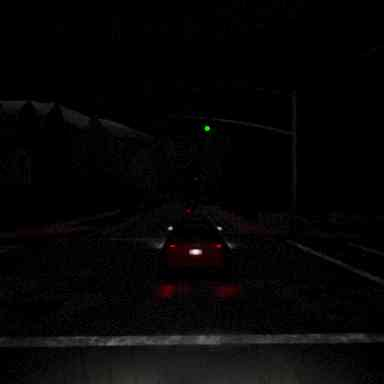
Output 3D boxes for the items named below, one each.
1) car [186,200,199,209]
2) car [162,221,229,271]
[{"bbox_3d":[0.117,2.015,54.140,1.812,1.442,4.674,0,-1,0],"label":"car"},{"bbox_3d":[0.104,1.669,11.301,1.994,1.385,4.181,0,-1,0],"label":"car"}]
